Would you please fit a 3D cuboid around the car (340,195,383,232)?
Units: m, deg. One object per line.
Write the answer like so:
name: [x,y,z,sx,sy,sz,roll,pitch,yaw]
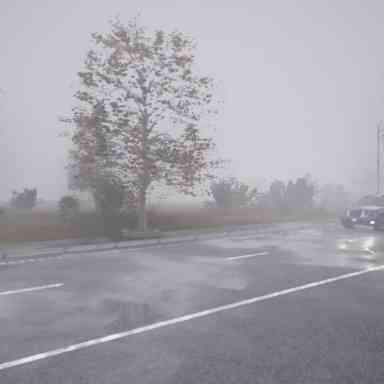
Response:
car: [11.411,1.203,20.178,5.566,2.045,2.150,0,0,-33]
